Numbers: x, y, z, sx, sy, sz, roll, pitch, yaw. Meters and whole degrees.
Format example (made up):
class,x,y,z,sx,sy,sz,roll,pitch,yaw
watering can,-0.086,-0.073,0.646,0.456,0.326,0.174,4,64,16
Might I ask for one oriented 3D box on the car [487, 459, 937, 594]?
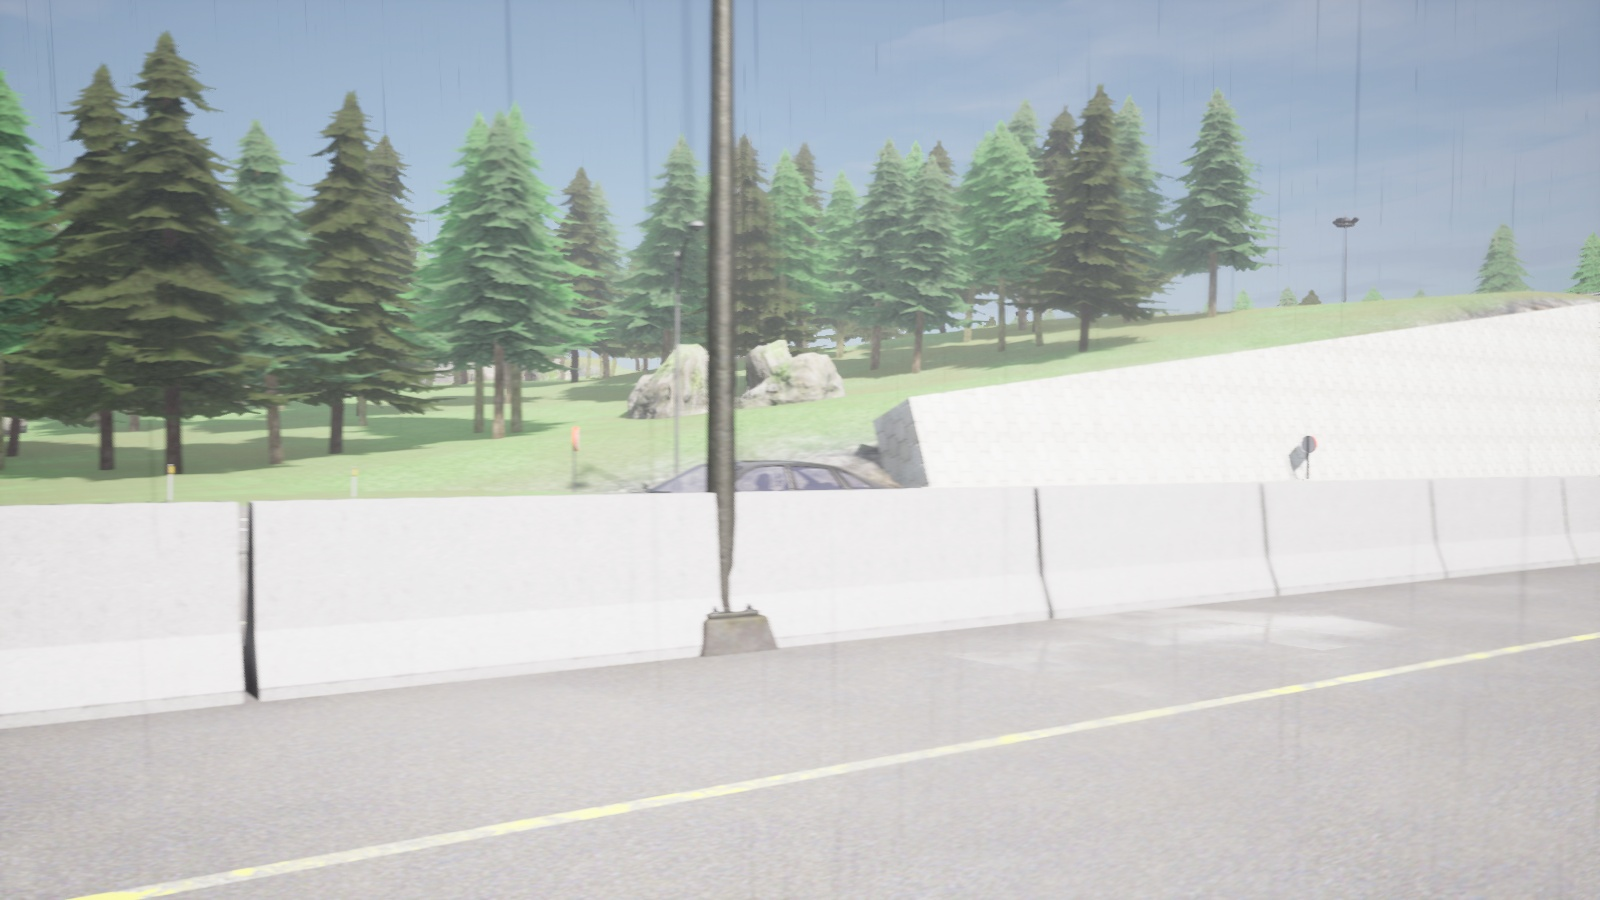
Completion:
class,x,y,z,sx,sy,sz,roll,pitch,yaw
car,-0.980,0.834,15.770,5.357,1.411,2.033,0,0,-35
